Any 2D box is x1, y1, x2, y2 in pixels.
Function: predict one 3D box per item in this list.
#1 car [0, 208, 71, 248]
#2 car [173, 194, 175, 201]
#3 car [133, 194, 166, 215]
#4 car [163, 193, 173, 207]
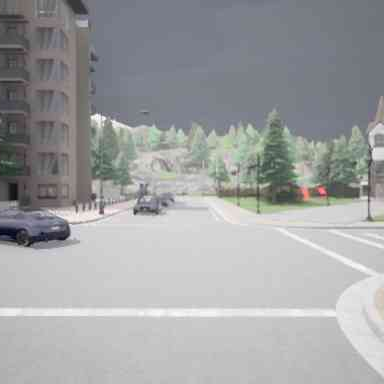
[{"bbox_3d":[-7.063,1.345,13.667,4.181,1.385,1.994,0,1,26],"label":"car"},{"bbox_3d":[-3.570,0.814,49.228,1.895,1.301,4.718,0,1,0],"label":"car"},{"bbox_3d":[-3.579,1.123,27.523,1.994,1.385,4.181,0,1,1],"label":"car"},{"bbox_3d":[-3.590,0.943,37.813,2.033,1.411,5.357,0,1,0],"label":"car"}]
